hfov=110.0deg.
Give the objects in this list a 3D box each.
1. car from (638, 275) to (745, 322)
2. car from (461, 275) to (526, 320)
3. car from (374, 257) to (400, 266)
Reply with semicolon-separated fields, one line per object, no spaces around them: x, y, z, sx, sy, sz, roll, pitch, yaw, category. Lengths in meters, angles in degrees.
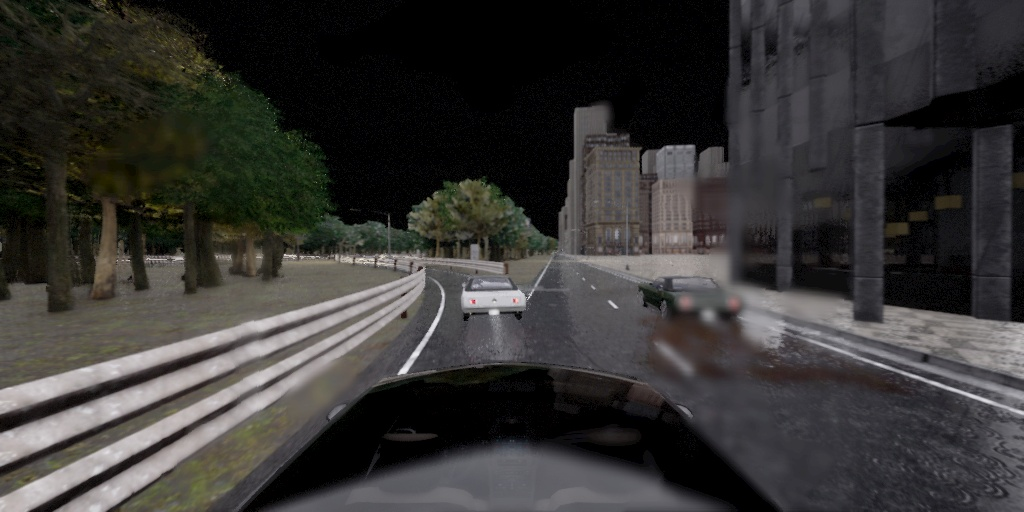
5.597;1.291;11.936;1.895;1.301;4.718;0;0;7;car
-0.801;1.321;12.499;1.895;1.301;4.718;-1;0;-7;car
-19.292;0.862;56.026;2.033;1.411;5.357;-1;1;-39;car
